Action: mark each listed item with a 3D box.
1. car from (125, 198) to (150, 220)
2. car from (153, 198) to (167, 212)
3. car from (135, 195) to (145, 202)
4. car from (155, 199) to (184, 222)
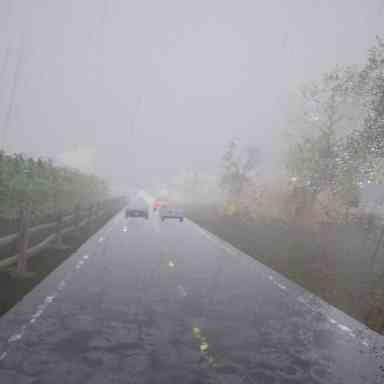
[{"bbox_3d":[-4.632,1.444,28.268,1.882,1.535,5.008,4,0,-8],"label":"car"},{"bbox_3d":[-3.725,1.491,41.033,2.097,1.767,4.553,4,-1,-8],"label":"car"},{"bbox_3d":[-11.097,1.411,71.237,1.895,1.301,4.718,4,0,-9],"label":"car"},{"bbox_3d":[-1.814,1.703,28.550,2.033,1.411,5.357,4,-1,-8],"label":"car"}]
